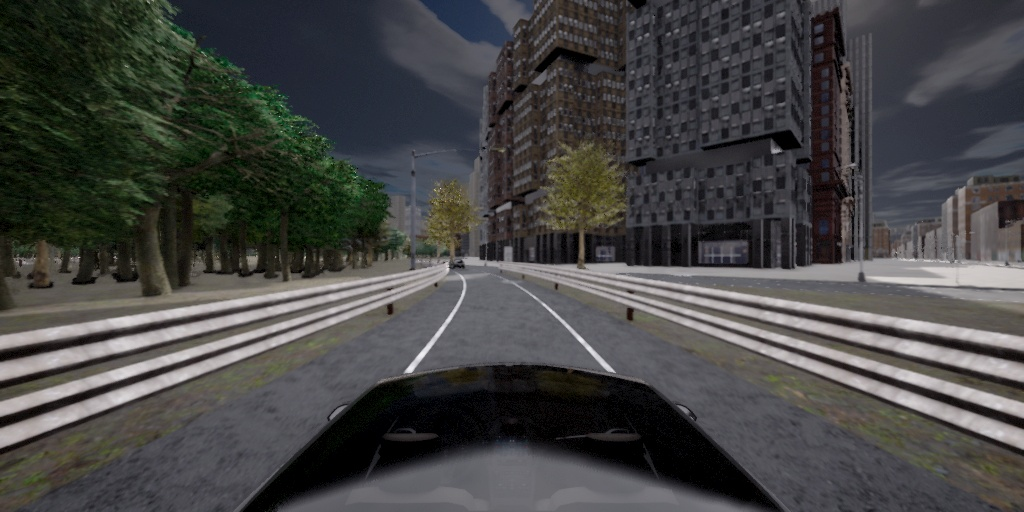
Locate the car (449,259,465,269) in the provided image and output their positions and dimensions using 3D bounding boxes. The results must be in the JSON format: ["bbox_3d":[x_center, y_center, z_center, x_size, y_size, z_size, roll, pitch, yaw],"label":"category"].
[{"bbox_3d":[-8.523,1.226,55.474,1.837,1.490,4.892,0,0,-20],"label":"car"}]
